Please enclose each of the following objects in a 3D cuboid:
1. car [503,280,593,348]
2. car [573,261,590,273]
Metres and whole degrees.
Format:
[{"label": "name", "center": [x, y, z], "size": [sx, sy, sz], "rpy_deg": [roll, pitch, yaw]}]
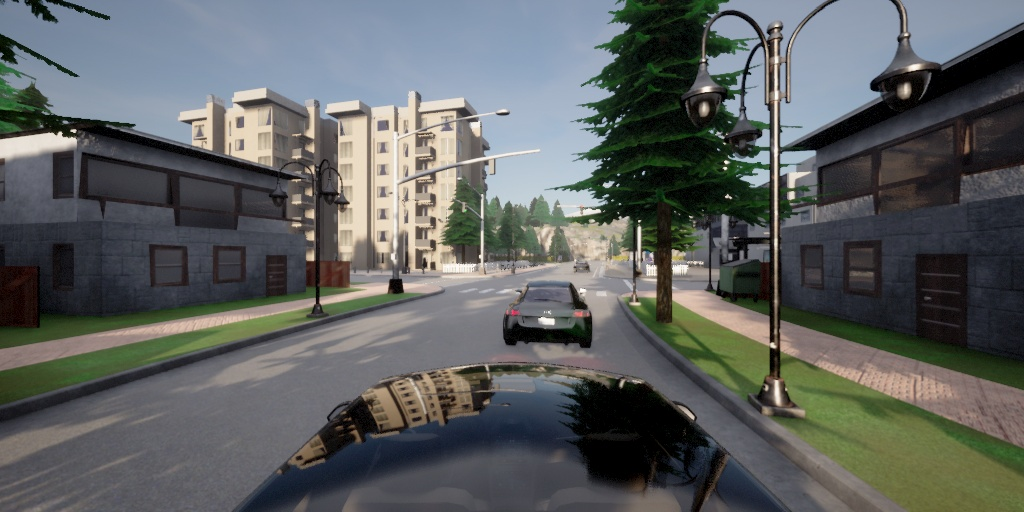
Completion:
[{"label": "car", "center": [1.000, 1.319, 9.358], "size": [1.994, 1.385, 4.181], "rpy_deg": [0, 0, 8]}, {"label": "car", "center": [8.762, 1.303, 44.898], "size": [2.128, 1.511, 4.902], "rpy_deg": [0, 0, 14]}]
